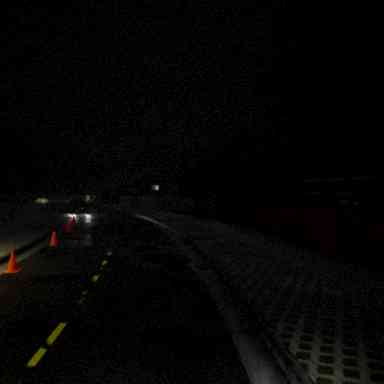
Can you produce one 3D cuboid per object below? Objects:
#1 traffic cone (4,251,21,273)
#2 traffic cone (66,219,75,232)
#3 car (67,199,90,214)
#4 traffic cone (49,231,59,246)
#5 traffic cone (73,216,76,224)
[{"bbox_3d":[-5.116,1.976,9.501,0.340,0.580,0.340,0,0,-8],"label":"traffic cone"},{"bbox_3d":[-7.026,1.984,18.998,0.340,0.580,0.340,0,0,-15],"label":"traffic cone"},{"bbox_3d":[-12.714,1.548,37.130,1.837,1.490,4.892,0,0,-29],"label":"car"},{"bbox_3d":[-5.924,1.980,14.279,0.340,0.580,0.340,0,0,-11],"label":"traffic cone"},{"bbox_3d":[-8.418,1.988,23.639,0.340,0.580,0.340,0,0,-18],"label":"traffic cone"}]
